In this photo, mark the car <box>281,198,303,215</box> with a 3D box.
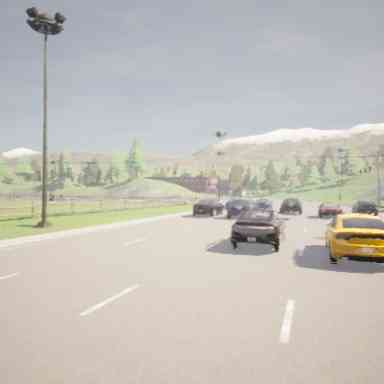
[{"bbox_3d":[10.546,1.381,34.947,2.097,1.767,4.553,1,0,20],"label":"car"}]

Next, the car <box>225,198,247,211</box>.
[{"bbox_3d":[5.537,1.500,41.709,1.812,1.442,4.674,1,0,20],"label":"car"}]

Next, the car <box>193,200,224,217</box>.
[{"bbox_3d":[1.615,1.437,30.887,1.882,1.535,5.008,1,0,20],"label":"car"}]

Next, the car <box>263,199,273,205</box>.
[{"bbox_3d":[8.782,1.529,40.406,1.812,1.442,4.674,1,0,20],"label":"car"}]

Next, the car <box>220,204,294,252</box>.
[{"bbox_3d":[2.972,1.489,14.157,2.128,1.511,4.902,1,0,20],"label":"car"}]

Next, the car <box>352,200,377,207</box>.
[{"bbox_3d":[17.613,1.596,33.909,1.837,1.490,4.892,1,0,20],"label":"car"}]

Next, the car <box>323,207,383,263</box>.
[{"bbox_3d":[5.794,1.505,11.679,1.882,1.535,5.008,1,0,20],"label":"car"}]

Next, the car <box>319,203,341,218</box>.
[{"bbox_3d":[12.720,1.655,30.700,1.895,1.301,4.718,1,0,20],"label":"car"}]

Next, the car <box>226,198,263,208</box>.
[{"bbox_3d":[4.505,1.339,28.598,2.097,1.767,4.553,1,0,20],"label":"car"}]
